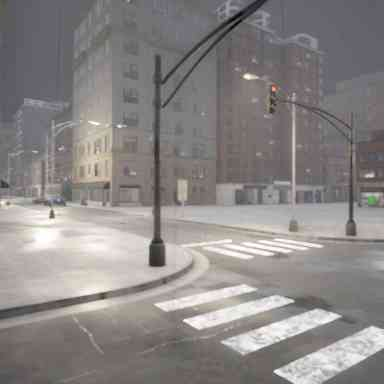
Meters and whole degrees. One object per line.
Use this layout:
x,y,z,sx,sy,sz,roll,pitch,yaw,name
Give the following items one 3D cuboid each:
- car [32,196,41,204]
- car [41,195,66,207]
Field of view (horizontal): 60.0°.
-25.613,1.344,56.178,1.994,1.385,4.181,0,0,-36,car
-19.820,1.175,48.063,2.097,1.767,4.553,0,0,-36,car
